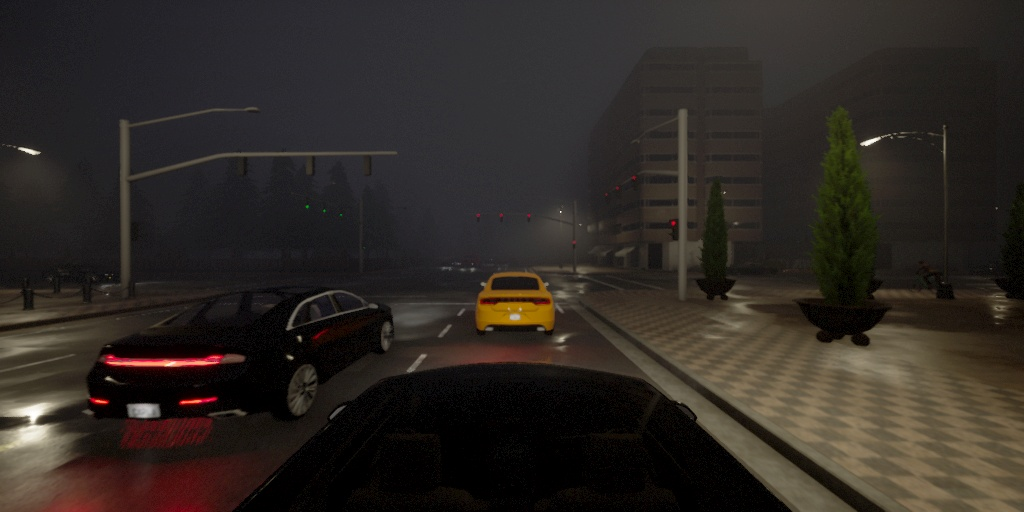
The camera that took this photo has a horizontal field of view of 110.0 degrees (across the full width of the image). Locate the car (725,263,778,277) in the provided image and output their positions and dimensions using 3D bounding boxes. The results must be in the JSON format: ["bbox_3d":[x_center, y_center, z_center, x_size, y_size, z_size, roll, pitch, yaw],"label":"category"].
[{"bbox_3d":[21.585,1.267,33.040,4.718,1.301,1.895,0,0,0],"label":"car"}]

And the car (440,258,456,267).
[{"bbox_3d":[-9.610,1.052,56.982,2.033,1.411,5.357,0,0,10],"label":"car"}]

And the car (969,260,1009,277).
[{"bbox_3d":[45.354,1.158,33.108,4.902,1.511,2.128,0,0,0],"label":"car"}]

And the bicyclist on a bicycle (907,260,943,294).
[{"bbox_3d":[20.243,1.036,17.548,0.582,1.620,1.656,0,0,0],"label":"bicyclist on a bicycle"}]

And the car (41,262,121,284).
[{"bbox_3d":[-30.291,1.204,25.553,4.892,1.490,1.837,0,0,0],"label":"car"}]

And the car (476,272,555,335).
[{"bbox_3d":[0.083,1.189,10.374,1.882,1.535,5.008,0,0,0],"label":"car"}]

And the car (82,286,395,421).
[{"bbox_3d":[-3.433,1.223,5.782,2.128,1.511,4.902,0,0,0],"label":"car"}]

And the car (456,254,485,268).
[{"bbox_3d":[-6.311,0.735,55.107,2.150,2.045,5.566,0,0,9],"label":"car"}]
